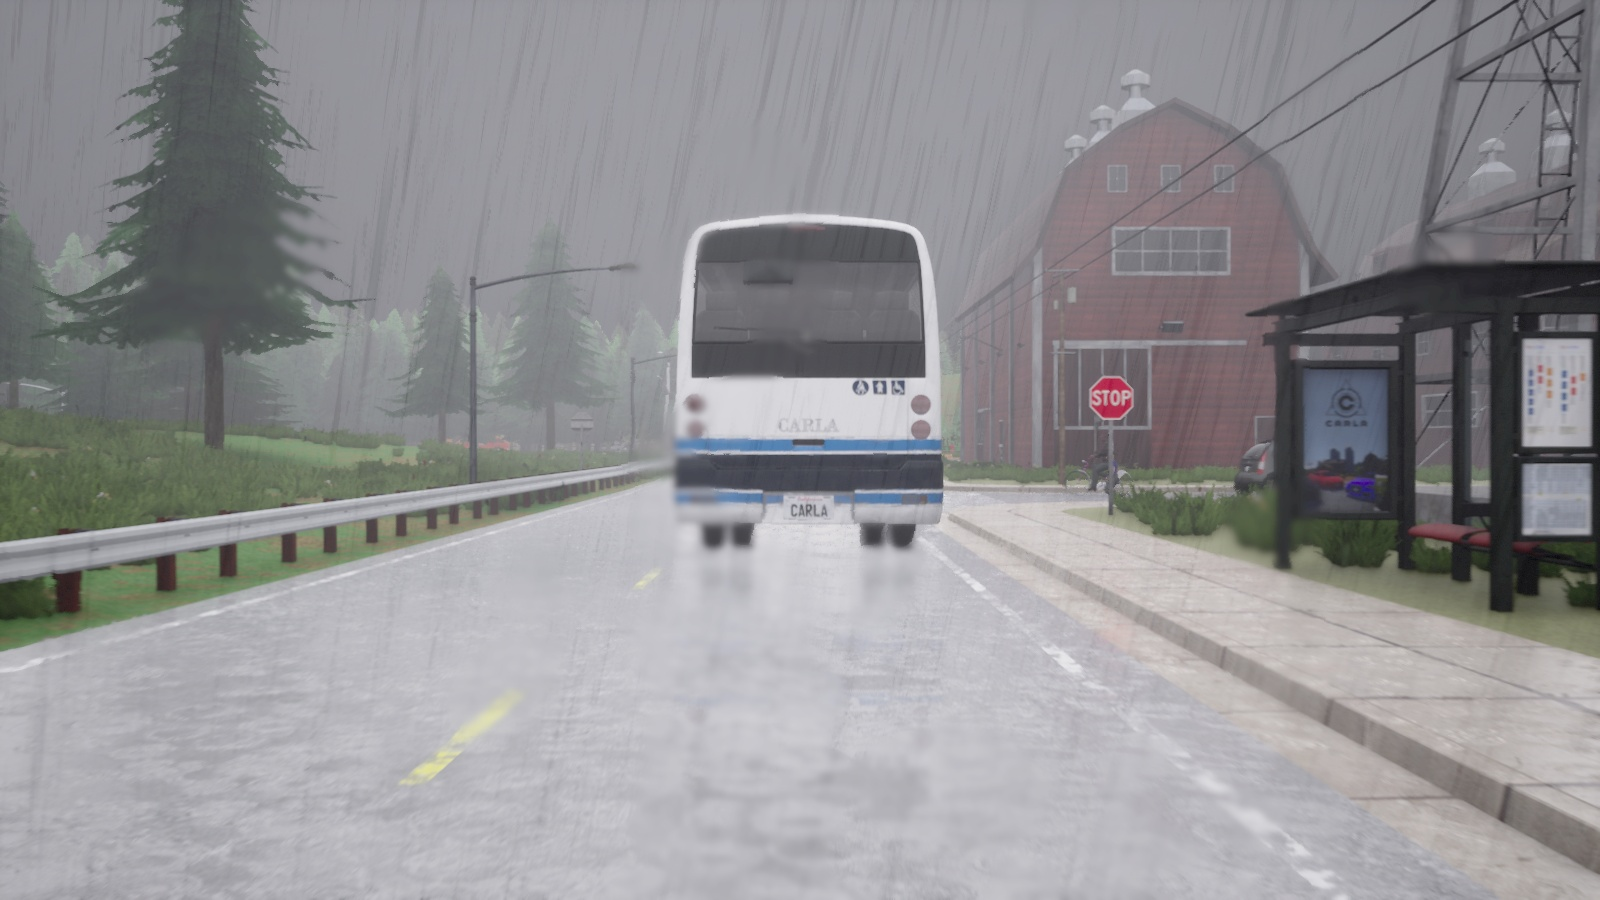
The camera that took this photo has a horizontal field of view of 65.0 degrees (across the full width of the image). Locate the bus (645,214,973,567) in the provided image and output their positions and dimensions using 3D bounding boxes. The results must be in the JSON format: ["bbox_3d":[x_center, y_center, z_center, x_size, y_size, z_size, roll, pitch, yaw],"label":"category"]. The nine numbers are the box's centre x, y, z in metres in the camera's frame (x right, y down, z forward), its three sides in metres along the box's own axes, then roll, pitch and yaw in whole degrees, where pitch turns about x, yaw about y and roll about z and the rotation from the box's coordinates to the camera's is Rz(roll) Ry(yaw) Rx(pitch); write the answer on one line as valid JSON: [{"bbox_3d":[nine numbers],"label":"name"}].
[{"bbox_3d":[0.132,-0.744,20.287,3.944,4.253,10.273,0,0,0],"label":"bus"}]

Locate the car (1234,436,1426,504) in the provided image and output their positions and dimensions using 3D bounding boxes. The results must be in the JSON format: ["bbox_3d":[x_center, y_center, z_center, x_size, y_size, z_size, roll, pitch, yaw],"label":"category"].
[{"bbox_3d":[13.117,0.479,31.258,3.988,1.617,1.851,0,0,-1],"label":"car"}]

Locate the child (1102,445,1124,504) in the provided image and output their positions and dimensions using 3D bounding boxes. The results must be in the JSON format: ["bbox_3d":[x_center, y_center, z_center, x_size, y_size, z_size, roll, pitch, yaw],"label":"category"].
[{"bbox_3d":[6.766,0.534,27.120,0.437,1.263,0.270,0,0,17],"label":"child"}]

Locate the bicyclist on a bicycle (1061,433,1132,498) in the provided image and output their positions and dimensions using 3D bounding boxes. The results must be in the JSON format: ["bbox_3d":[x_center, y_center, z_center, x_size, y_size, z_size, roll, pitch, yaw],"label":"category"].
[{"bbox_3d":[8.221,0.427,34.859,1.843,1.776,0.659,0,0,5],"label":"bicyclist on a bicycle"}]
